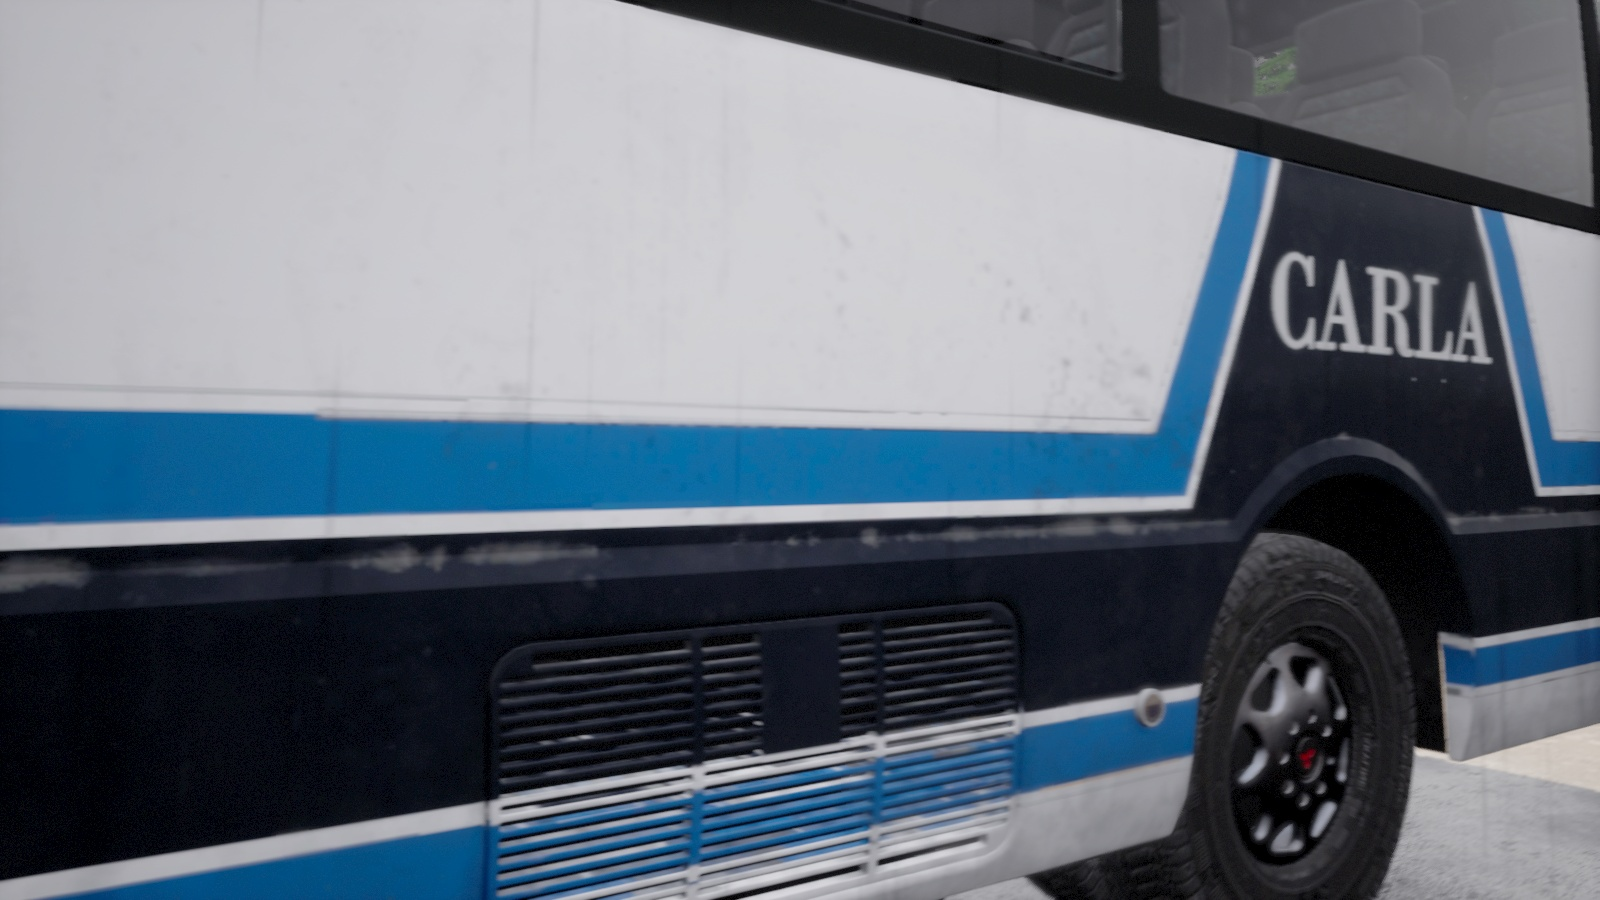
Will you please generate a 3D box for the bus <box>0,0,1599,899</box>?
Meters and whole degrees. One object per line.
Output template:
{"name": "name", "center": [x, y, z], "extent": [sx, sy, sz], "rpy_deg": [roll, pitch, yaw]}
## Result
{"name": "bus", "center": [-1.613, -0.620, 3.191], "extent": [10.273, 4.253, 3.944], "rpy_deg": [0, 0, -36]}
